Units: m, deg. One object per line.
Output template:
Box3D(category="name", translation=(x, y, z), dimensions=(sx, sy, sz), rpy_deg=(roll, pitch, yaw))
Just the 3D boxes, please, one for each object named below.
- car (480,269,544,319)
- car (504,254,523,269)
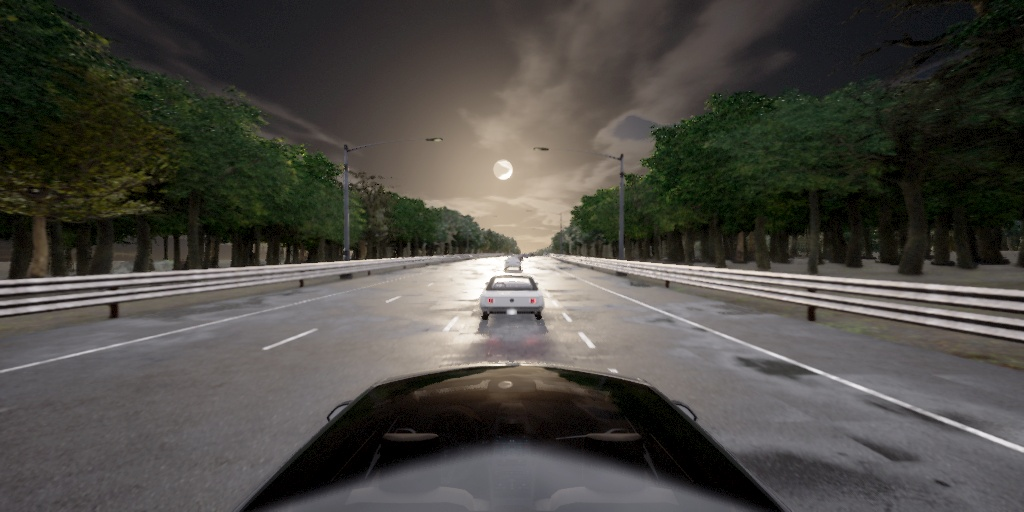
Box3D(category="car", translation=(-0.002, 1.301, 12.518), dimensions=(1.895, 1.301, 4.718), rpy_deg=(0, 0, 0))
Box3D(category="car", translation=(0.127, 0.840, 42.144), dimensions=(1.812, 1.442, 4.674), rpy_deg=(0, 1, 1))
